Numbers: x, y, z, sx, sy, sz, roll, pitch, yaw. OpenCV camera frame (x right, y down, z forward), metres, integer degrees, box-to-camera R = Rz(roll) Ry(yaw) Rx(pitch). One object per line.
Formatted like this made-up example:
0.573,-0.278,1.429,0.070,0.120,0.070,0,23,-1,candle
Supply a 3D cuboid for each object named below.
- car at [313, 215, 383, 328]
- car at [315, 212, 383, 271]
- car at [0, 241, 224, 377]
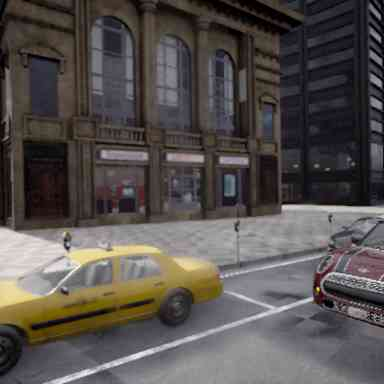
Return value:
4.449,1.314,6.598,4.553,1.767,2.097,-1,0,-36,car
6.381,1.494,11.297,4.403,1.369,2.008,0,-1,-36,car
-1.673,1.533,5.467,4.829,1.417,1.752,0,-1,-36,car
